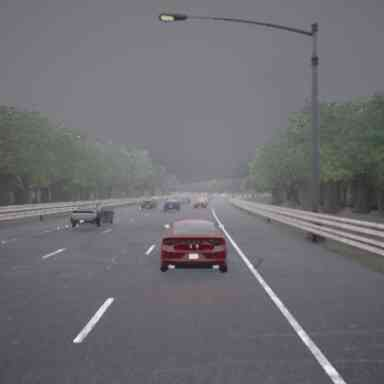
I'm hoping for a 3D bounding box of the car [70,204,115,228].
[{"bbox_3d":[-6.645,1.576,22.708,2.128,1.511,4.902,0,0,1],"label":"car"}]

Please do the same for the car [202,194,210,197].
[{"bbox_3d":[2.018,1.679,62.731,1.882,1.535,5.008,0,0,4],"label":"car"}]

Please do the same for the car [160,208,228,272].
[{"bbox_3d":[0.073,1.525,11.070,1.882,1.535,5.008,0,0,1],"label":"car"}]

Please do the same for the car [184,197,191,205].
[{"bbox_3d":[-1.211,1.688,65.579,2.128,1.511,4.902,0,0,4],"label":"car"}]

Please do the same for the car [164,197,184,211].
[{"bbox_3d":[-2.458,1.626,43.169,1.882,1.535,5.008,0,0,3],"label":"car"}]

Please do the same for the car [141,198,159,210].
[{"bbox_3d":[-5.819,1.658,46.456,1.837,1.490,4.892,0,0,3],"label":"car"}]

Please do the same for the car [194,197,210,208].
[{"bbox_3d":[1.330,1.774,50.905,1.895,1.301,4.718,0,0,3],"label":"car"}]

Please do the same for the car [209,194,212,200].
[{"bbox_3d":[3.073,1.713,77.629,1.837,1.490,4.892,0,0,5],"label":"car"}]
